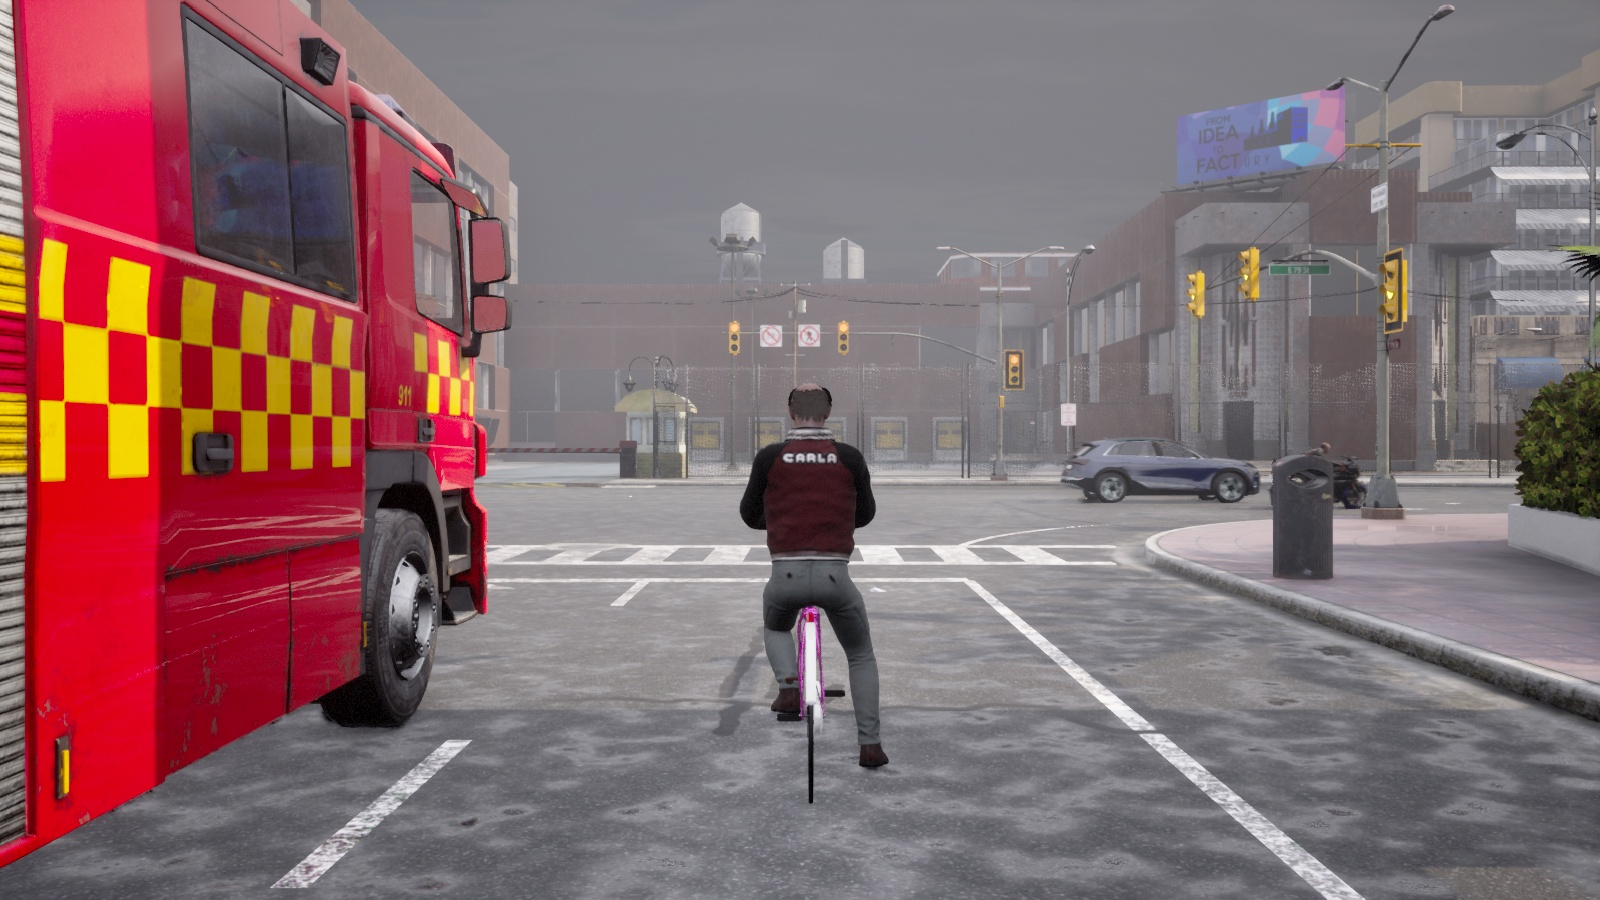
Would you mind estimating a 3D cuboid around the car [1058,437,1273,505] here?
[{"bbox_3d":[9.124,0.505,31.664,4.856,1.649,2.033,0,0,1],"label":"car"}]

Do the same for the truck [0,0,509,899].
[{"bbox_3d":[-3.466,-0.446,4.404,2.891,3.827,8.468,0,0,0],"label":"truck"}]

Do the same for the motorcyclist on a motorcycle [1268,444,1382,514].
[{"bbox_3d":[11.718,0.632,28.079,2.191,1.530,0.866,0,0,2],"label":"motorcyclist on a motorcycle"}]

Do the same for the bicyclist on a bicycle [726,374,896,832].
[{"bbox_3d":[0.044,0.584,5.787,0.659,1.776,1.843,0,1,0],"label":"bicyclist on a bicycle"}]
